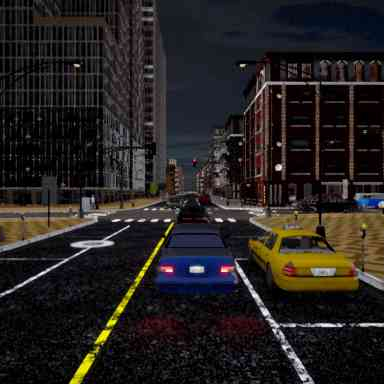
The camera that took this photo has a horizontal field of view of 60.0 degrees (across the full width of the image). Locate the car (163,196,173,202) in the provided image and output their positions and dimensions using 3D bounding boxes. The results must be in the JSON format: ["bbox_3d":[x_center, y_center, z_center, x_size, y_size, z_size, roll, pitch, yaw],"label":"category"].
[{"bbox_3d":[-5.348,1.555,74.627,2.008,1.369,4.403,0,0,0],"label":"car"}]

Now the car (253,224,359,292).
[{"bbox_3d":[2.560,1.525,8.798,1.752,1.417,4.829,0,0,0],"label":"car"}]

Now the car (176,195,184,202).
[{"bbox_3d":[-2.785,1.522,79.660,1.812,1.442,4.674,0,0,0],"label":"car"}]

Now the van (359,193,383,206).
[{"bbox_3d":[20.953,1.050,39.056,3.998,1.788,1.690,-1,1,-1],"label":"van"}]

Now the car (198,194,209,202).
[{"bbox_3d":[2.532,1.320,74.630,2.192,1.841,5.009,0,0,0],"label":"car"}]

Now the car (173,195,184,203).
[{"bbox_3d":[-2.789,1.496,68.473,2.128,1.511,4.902,0,0,0],"label":"car"}]

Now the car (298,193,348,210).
[{"bbox_3d":[15.297,1.094,38.994,5.009,1.841,2.192,-1,1,-1],"label":"car"}]

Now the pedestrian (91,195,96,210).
[{"bbox_3d":[-12.366,1.270,41.628,0.375,1.860,0.375,0,1,-1],"label":"pedestrian"}]

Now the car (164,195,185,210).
[{"bbox_3d":[-2.369,1.352,43.444,2.097,1.767,4.553,0,0,-7],"label":"car"}]

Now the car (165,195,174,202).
[{"bbox_3d":[-5.351,1.550,80.220,1.887,1.381,4.507,0,0,0],"label":"car"}]

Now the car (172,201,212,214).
[{"bbox_3d":[0.075,1.505,18.687,1.837,1.490,4.892,0,0,0],"label":"car"}]

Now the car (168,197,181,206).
[{"bbox_3d":[-2.863,1.566,54.624,1.994,1.385,4.181,0,0,0],"label":"car"}]

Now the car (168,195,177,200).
[{"bbox_3d":[-5.355,1.558,91.406,2.008,1.369,4.403,0,0,0],"label":"car"}]

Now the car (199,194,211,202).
[{"bbox_3d":[2.537,1.318,63.445,2.192,1.841,5.009,0,0,0],"label":"car"}]

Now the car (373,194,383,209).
[{"bbox_3d":[23.072,1.213,36.628,4.674,1.442,1.812,-1,0,0],"label":"car"}]

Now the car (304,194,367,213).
[{"bbox_3d":[14.380,1.294,33.592,4.902,1.511,2.128,-1,0,0],"label":"car"}]

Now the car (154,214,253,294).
[{"bbox_3d":[0.093,1.547,8.945,2.033,1.411,5.357,0,0,0],"label":"car"}]

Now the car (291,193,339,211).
[{"bbox_3d":[13.270,1.162,36.492,4.553,1.767,2.097,-1,0,-1],"label":"car"}]
